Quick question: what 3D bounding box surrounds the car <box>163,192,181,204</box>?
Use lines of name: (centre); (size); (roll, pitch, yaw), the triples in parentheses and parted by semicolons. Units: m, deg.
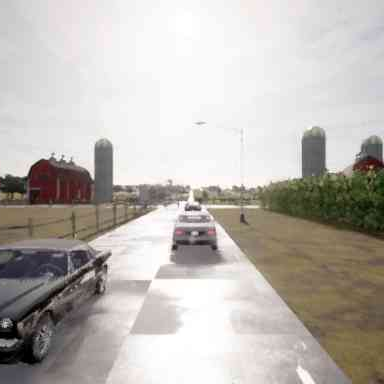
car: (-2.750, 1.036, 46.755); (2.150, 2.045, 5.566); (0, -1, 0)

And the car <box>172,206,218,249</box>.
car: (0.100, 1.551, 14.601); (2.033, 1.411, 5.357); (0, 0, 0)

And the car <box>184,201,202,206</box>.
car: (0.099, 1.676, 35.992); (1.895, 1.301, 4.718); (0, 0, 0)

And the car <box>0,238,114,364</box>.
car: (-2.852, 1.598, 5.941); (1.895, 1.301, 4.718); (0, 0, 0)
